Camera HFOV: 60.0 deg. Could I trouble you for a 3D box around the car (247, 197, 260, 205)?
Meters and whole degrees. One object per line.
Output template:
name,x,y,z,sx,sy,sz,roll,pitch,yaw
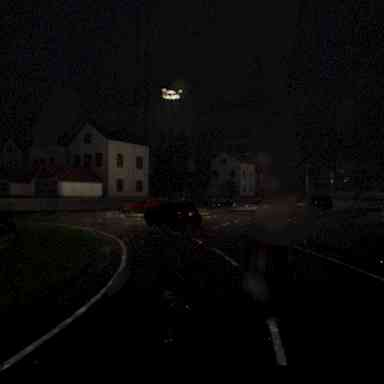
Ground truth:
car,12.276,1.785,64.597,2.128,1.511,4.902,0,0,35

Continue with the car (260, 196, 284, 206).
car,15.125,1.804,62.543,1.837,1.490,4.892,0,0,35

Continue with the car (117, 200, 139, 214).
car,-5.538,1.596,35.722,4.674,1.442,1.812,0,0,-42

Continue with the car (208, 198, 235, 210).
car,4.309,1.680,47.019,1.837,1.490,4.892,0,0,35

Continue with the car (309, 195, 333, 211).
car,17.832,1.490,45.989,2.150,2.045,5.566,0,0,34

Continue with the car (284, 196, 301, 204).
car,22.320,1.728,72.993,2.097,1.767,4.553,0,0,35

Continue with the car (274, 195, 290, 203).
car,20.821,1.628,76.988,2.097,1.767,4.553,0,0,35

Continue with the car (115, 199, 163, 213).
car,-6.248,1.623,39.705,5.357,1.411,2.033,1,0,-44

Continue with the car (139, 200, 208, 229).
car,-1.371,1.410,22.430,2.097,1.767,4.553,1,0,-37

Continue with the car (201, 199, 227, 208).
car,3.557,1.785,52.027,1.895,1.301,4.718,0,0,35
